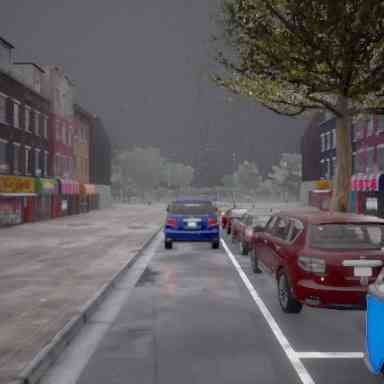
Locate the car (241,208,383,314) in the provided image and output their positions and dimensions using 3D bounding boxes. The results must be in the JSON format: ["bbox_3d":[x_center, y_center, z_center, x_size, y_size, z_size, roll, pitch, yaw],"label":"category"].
[{"bbox_3d":[2.638,1.315,7.521,2.192,1.841,5.009,0,0,0],"label":"car"}]

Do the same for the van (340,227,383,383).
[{"bbox_3d":[2.638,1.341,1.975,1.690,1.788,3.998,0,0,0],"label":"van"}]

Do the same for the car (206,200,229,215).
[{"bbox_3d":[2.637,1.564,35.248,2.008,1.369,4.403,0,0,0],"label":"car"}]

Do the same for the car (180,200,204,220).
[{"bbox_3d":[0.000,1.491,29.651,1.882,1.535,5.008,0,0,0],"label":"car"}]

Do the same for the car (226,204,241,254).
[{"bbox_3d":[2.638,1.440,13.067,1.967,1.590,4.097,0,0,0],"label":"car"}]

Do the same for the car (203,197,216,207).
[{"bbox_3d":[2.637,1.565,52.055,1.752,1.417,4.829,0,0,0],"label":"car"}]

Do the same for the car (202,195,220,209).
[{"bbox_3d":[2.636,1.346,46.339,2.192,1.841,5.009,0,0,0],"label":"car"}]

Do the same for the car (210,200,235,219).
[{"bbox_3d":[2.637,1.530,29.873,1.752,1.417,4.829,0,0,0],"label":"car"}]

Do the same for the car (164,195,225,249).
[{"bbox_3d":[0.000,1.258,14.680,2.150,2.045,5.566,0,0,0],"label":"car"}]

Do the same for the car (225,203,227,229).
[{"bbox_3d":[2.638,1.544,18.612,1.887,1.381,4.507,0,0,0],"label":"car"}]
